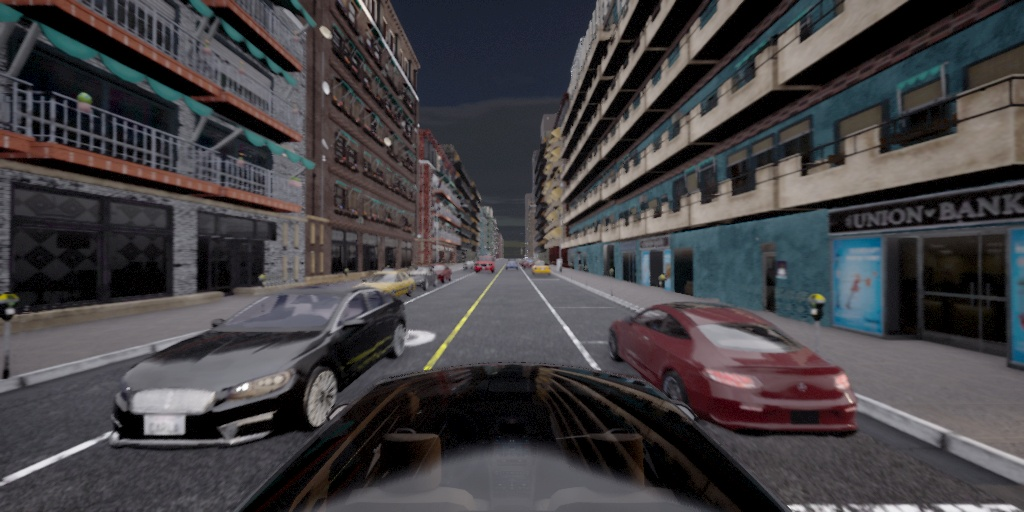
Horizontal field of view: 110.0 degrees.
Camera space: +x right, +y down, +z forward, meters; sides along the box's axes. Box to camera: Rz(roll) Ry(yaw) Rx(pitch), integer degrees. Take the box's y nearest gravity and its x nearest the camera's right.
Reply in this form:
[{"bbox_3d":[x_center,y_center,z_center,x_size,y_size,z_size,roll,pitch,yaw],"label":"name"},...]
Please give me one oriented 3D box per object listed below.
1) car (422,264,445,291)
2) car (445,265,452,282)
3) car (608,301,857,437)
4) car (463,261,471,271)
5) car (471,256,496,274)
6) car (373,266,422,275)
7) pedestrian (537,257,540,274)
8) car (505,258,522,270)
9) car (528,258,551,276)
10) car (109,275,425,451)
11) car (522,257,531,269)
[{"bbox_3d":[-5.695,1.298,21.954,2.007,1.370,4.403,0,0,0],"label":"car"},{"bbox_3d":[-5.696,1.292,27.477,1.888,1.381,4.507,0,0,0],"label":"car"},{"bbox_3d":[2.692,1.332,5.372,1.802,1.307,4.207,0,0,0],"label":"car"},{"bbox_3d":[-5.703,1.299,49.570,2.007,1.370,4.403,0,0,0],"label":"car"},{"bbox_3d":[-3.101,0.969,42.193,2.150,2.045,5.566,0,0,0],"label":"car"},{"bbox_3d":[-5.693,1.273,16.260,1.751,1.417,4.829,0,0,0],"label":"car"},{"bbox_3d":[2.989,1.042,40.335,0.375,1.860,0.375,1,-1,0],"label":"pedestrian"},{"bbox_3d":[-0.010,1.297,52.108,2.033,1.411,5.357,0,0,0],"label":"car"},{"bbox_3d":[2.990,1.204,37.334,1.801,1.575,5.366,0,0,0],"label":"car"},{"bbox_3d":[-3.091,1.242,5.638,2.128,1.511,4.902,0,0,0],"label":"car"},{"bbox_3d":[2.676,1.189,55.083,1.967,1.591,4.097,0,0,0],"label":"car"}]
